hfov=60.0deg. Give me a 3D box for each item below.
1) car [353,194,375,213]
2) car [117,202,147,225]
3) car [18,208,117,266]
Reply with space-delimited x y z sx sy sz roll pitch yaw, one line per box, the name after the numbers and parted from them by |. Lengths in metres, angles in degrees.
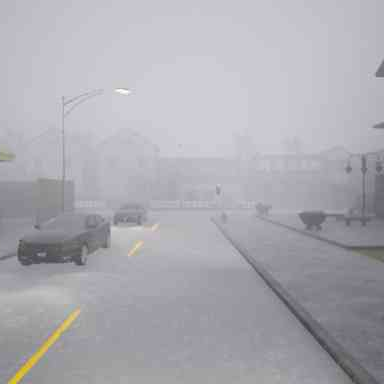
20.522 1.255 36.162 5.566 2.045 2.150 0 0 -2 | car
-4.392 1.529 24.095 1.837 1.490 4.892 0 0 0 | car
-4.256 1.489 11.853 1.882 1.535 5.008 0 0 -1 | car
